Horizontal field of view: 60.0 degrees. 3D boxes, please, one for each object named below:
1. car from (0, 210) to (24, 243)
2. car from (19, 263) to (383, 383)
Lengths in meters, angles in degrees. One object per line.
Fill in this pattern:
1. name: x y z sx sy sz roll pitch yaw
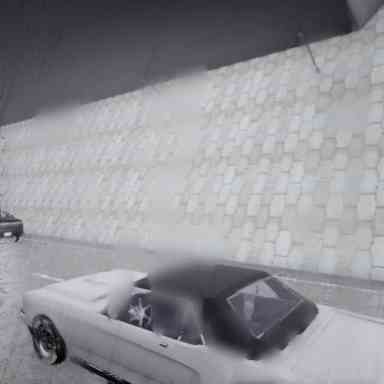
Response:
1. car: -9.753 1.580 15.514 4.902 1.511 2.128 0 0 36
2. car: -0.151 1.608 4.156 4.718 1.301 1.895 0 0 36
